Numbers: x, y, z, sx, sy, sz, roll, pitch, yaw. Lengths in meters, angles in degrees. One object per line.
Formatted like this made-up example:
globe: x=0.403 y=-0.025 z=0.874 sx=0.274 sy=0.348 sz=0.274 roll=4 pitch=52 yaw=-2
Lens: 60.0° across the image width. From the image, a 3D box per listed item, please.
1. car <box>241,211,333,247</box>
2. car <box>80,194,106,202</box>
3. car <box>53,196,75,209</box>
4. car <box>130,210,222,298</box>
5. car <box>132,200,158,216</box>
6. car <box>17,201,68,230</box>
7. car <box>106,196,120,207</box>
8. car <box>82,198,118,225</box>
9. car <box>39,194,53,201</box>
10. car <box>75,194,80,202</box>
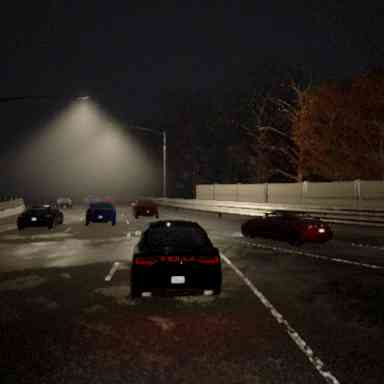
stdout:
car: x=4.162 y=1.528 z=15.122 sx=1.994 sy=1.385 sz=4.181 roll=0 pitch=0 yaw=-32
car: x=-13.001 y=1.249 z=43.331 sx=2.097 sy=1.767 sz=4.553 roll=0 pitch=0 yaw=-23
car: x=-16.375 y=1.500 z=42.440 sx=1.895 sy=1.301 sz=4.718 roll=0 pitch=0 yaw=-24
car: x=-0.478 y=1.457 z=8.589 sx=1.882 sy=1.535 sz=5.008 roll=0 pitch=0 yaw=-5
car: x=-4.121 y=1.409 z=28.793 sx=1.882 sy=1.535 sz=5.008 roll=0 pitch=0 yaw=-15
car: x=-9.403 y=1.514 z=20.922 sx=1.994 sy=1.385 sz=4.181 roll=0 pitch=0 yaw=-11
car: x=-12.236 y=1.360 z=49.731 sx=1.882 sy=1.535 sz=5.008 roll=0 pitch=0 yaw=-27
car: x=-6.356 y=1.422 z=23.454 sx=1.882 sy=1.535 sz=5.008 roll=0 pitch=0 yaw=-13
car: x=-35.790 y=1.284 z=81.605 sx=5.008 sy=1.535 sz=1.882 roll=0 pitch=0 yaw=43
car: x=-22.713 y=1.221 z=66.956 sx=2.128 sy=1.511 sz=4.902 roll=0 pitch=0 yaw=-39
